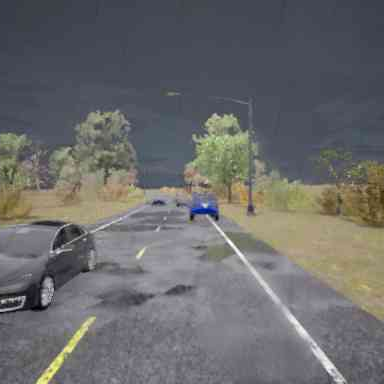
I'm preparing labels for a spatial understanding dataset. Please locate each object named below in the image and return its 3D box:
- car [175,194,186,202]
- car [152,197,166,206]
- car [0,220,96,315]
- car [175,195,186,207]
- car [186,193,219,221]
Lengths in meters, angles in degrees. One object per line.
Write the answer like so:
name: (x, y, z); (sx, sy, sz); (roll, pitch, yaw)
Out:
car: (-2.251, 1.181, 64.993); (1.994, 1.385, 4.181); (0, 0, -4)
car: (-4.842, 1.336, 48.719); (1.895, 1.301, 4.718); (0, 0, -2)
car: (-3.639, 1.472, 7.730); (1.837, 1.490, 4.892); (0, 0, 0)
car: (-1.172, 1.300, 47.227); (1.994, 1.385, 4.181); (0, 0, -2)
car: (0.863, 1.081, 26.097); (2.150, 2.045, 5.566); (0, 0, -2)
